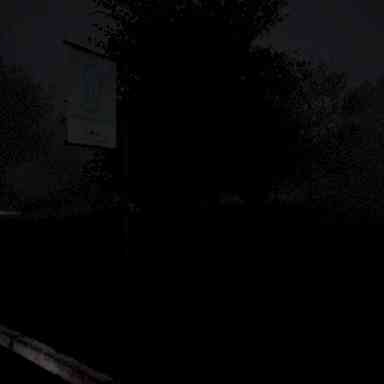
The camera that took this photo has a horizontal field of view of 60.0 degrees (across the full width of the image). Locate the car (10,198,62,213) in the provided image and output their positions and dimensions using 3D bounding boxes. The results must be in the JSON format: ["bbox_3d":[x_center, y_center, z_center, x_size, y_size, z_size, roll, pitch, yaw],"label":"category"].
[{"bbox_3d":[-17.386,1.595,37.608,1.895,1.301,4.718,0,0,39],"label":"car"}]
